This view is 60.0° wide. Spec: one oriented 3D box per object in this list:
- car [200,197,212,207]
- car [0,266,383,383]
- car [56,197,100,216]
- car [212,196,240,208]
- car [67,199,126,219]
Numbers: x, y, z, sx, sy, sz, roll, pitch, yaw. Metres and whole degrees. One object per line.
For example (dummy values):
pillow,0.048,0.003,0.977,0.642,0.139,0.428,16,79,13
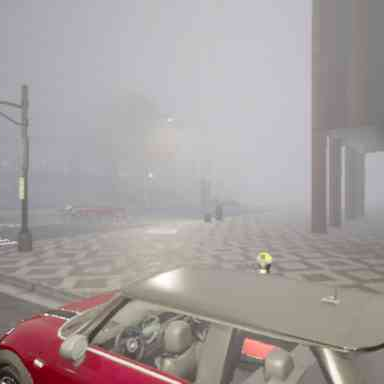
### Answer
car,3.076,1.452,50.333,1.837,1.490,4.892,0,0,36
car,-0.085,1.444,3.017,4.097,1.590,1.967,0,0,35
car,-10.448,1.346,31.328,2.097,1.767,4.553,0,0,35
car,5.150,1.519,47.652,1.994,1.385,4.181,0,0,36
car,-8.084,1.603,29.049,1.895,1.301,4.718,0,0,35
